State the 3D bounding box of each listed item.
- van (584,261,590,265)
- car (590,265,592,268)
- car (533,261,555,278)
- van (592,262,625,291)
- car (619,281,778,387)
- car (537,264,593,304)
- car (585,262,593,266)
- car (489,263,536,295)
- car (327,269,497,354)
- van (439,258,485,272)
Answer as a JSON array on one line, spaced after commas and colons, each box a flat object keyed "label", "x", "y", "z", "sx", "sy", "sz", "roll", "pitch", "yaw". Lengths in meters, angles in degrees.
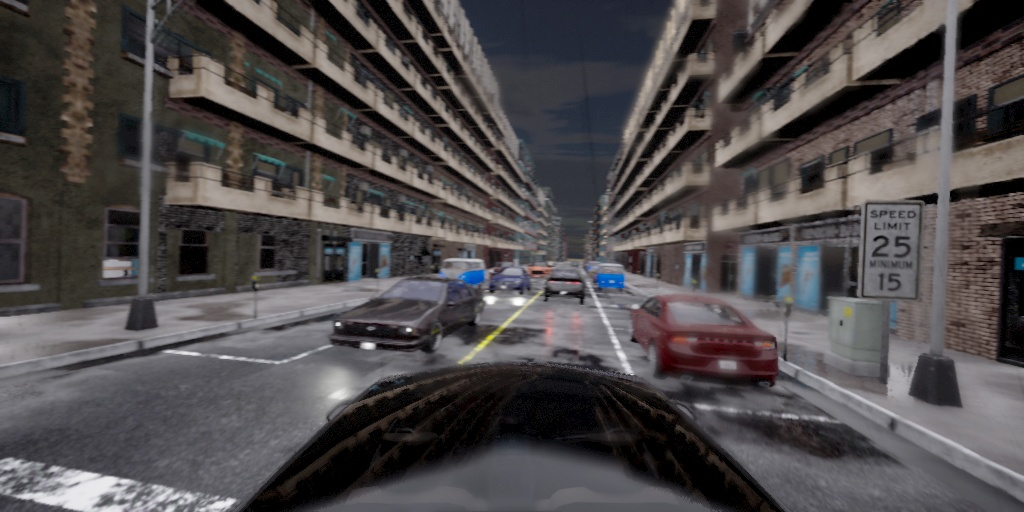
[{"label": "van", "x": 10.575, "y": 1.616, "z": 46.486, "sx": 1.690, "sy": 1.789, "sz": 3.998, "roll": 0, "pitch": 0, "yaw": 10}, {"label": "car", "x": 7.531, "y": 1.692, "z": 29.706, "sx": 1.802, "sy": 1.307, "sz": 4.207, "roll": 0, "pitch": 0, "yaw": 10}, {"label": "car", "x": 2.733, "y": 1.291, "z": 35.286, "sx": 2.097, "sy": 1.767, "sz": 4.553, "roll": 2, "pitch": 0, "yaw": 11}, {"label": "van", "x": 6.519, "y": 1.398, "z": 24.112, "sx": 1.690, "sy": 1.789, "sz": 3.998, "roll": 0, "pitch": 0, "yaw": 10}, {"label": "car", "x": 3.481, "y": 1.447, "z": 7.332, "sx": 1.888, "sy": 1.381, "sz": 4.507, "roll": 0, "pitch": 0, "yaw": 10}, {"label": "car", "x": 2.644, "y": 1.384, "z": 17.661, "sx": 2.128, "sy": 1.511, "sz": 4.902, "roll": 2, "pitch": 0, "yaw": 10}, {"label": "car", "x": 9.590, "y": 1.745, "z": 41.060, "sx": 1.751, "sy": 1.417, "sz": 4.829, "roll": 0, "pitch": 0, "yaw": 10}, {"label": "car", "x": 0.004, "y": 1.324, "z": 20.486, "sx": 1.812, "sy": 1.442, "sz": 4.674, "roll": 2, "pitch": 0, "yaw": 11}, {"label": "car", "x": -2.079, "y": 1.240, "z": 9.003, "sx": 2.033, "sy": 1.411, "sz": 5.357, "roll": 2, "pitch": 0, "yaw": 10}, {"label": "van", "x": -2.716, "y": 1.034, "z": 20.015, "sx": 1.690, "sy": 1.789, "sz": 3.998, "roll": 0, "pitch": 0, "yaw": 10}]
